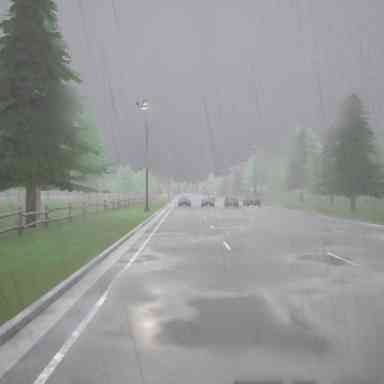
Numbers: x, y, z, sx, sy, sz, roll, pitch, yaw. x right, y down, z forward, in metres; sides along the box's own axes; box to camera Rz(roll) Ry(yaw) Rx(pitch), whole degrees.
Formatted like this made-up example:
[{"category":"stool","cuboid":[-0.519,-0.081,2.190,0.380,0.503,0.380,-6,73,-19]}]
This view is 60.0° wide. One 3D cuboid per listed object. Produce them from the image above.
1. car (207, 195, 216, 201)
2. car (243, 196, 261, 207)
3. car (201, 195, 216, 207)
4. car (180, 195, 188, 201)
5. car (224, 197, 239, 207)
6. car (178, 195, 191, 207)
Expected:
[{"category":"car","cuboid":[5.018,1.524,85.158,1.812,1.442,4.674,0,0,-1]},{"category":"car","cuboid":[9.315,1.352,52.106,2.097,1.767,4.553,0,0,-1]},{"category":"car","cuboid":[2.375,1.601,50.902,1.895,1.301,4.718,0,0,-1]},{"category":"car","cuboid":[-2.034,1.540,87.231,2.033,1.411,5.357,0,0,-1]},{"category":"car","cuboid":[5.885,1.491,50.255,2.128,1.511,4.902,0,0,-1]},{"category":"car","cuboid":[-1.124,1.601,51.019,1.895,1.301,4.718,0,0,-1]}]
